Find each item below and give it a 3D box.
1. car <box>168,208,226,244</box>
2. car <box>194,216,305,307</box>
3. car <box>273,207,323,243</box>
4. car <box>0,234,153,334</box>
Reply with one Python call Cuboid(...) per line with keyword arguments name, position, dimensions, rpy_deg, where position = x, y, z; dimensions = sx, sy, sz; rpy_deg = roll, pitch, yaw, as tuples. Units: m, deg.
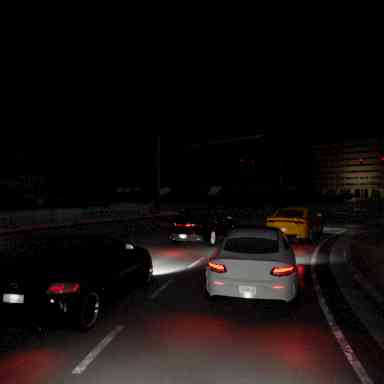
Cuboid(name="car", position=(0.603, 1.504, 15.386), dimensions=(1.837, 1.490, 4.892), rpy_deg=(0, 0, 23))
Cuboid(name="car", position=(1.521, 1.525, 7.979), dimensions=(1.812, 1.442, 4.674), rpy_deg=(0, 0, 14))
Cuboid(name="car", position=(5.202, 1.477, 16.490), dimensions=(1.882, 1.535, 5.008), rpy_deg=(0, 0, 30))
Cuboid(name="car", position=(-2.271, 1.564, 6.949), dimensions=(1.994, 1.385, 4.181), rpy_deg=(0, 0, 11))
